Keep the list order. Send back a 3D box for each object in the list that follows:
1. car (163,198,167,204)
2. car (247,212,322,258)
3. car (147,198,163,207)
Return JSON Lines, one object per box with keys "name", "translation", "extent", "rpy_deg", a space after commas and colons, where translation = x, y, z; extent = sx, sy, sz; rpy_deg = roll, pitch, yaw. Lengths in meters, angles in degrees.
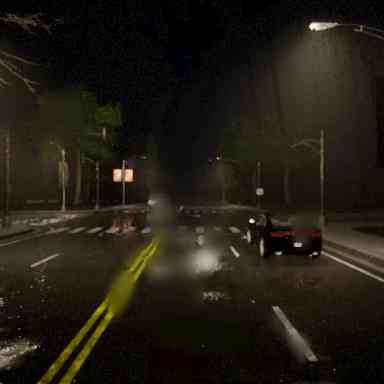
{"name": "car", "translation": [-6.499, 1.974, 72.809], "extent": [1.895, 1.301, 4.718], "rpy_deg": [0, 0, 0]}
{"name": "car", "translation": [3.353, 1.503, 12.838], "extent": [1.882, 1.535, 5.008], "rpy_deg": [0, 0, 1]}
{"name": "car", "translation": [-6.545, 1.780, 57.807], "extent": [1.812, 1.442, 4.674], "rpy_deg": [0, 0, 1]}
